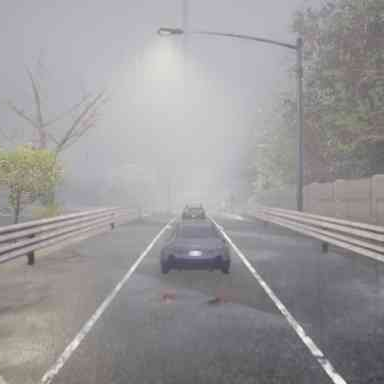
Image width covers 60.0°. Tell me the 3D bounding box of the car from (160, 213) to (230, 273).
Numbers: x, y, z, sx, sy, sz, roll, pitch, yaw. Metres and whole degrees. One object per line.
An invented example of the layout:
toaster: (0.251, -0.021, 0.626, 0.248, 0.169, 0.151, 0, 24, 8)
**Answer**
car: (0.092, 1.586, 10.751, 1.994, 1.385, 4.181, 0, 0, 0)

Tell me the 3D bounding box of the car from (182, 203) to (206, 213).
car: (0.158, 1.692, 27.912, 2.128, 1.511, 4.902, 0, -1, 0)
